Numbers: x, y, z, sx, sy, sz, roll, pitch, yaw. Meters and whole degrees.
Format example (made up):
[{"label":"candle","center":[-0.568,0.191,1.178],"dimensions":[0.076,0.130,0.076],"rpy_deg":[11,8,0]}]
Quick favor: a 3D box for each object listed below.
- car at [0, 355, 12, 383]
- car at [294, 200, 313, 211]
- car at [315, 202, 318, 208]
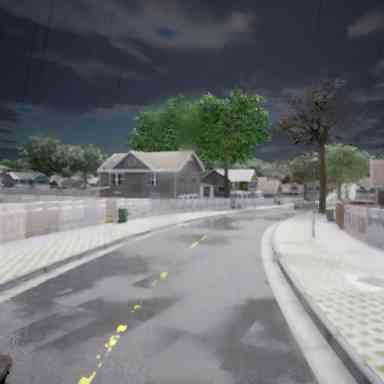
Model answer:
[{"label":"car","center":[-2.689,1.529,0.780],"dimensions":[2.033,1.411,5.357],"rpy_deg":[0,0,2]},{"label":"car","center":[16.553,2.025,50.023],"dimensions":[2.128,1.511,4.902],"rpy_deg":[1,0,27]},{"label":"car","center":[21.217,2.229,59.366],"dimensions":[1.812,1.442,4.674],"rpy_deg":[1,0,27]}]
